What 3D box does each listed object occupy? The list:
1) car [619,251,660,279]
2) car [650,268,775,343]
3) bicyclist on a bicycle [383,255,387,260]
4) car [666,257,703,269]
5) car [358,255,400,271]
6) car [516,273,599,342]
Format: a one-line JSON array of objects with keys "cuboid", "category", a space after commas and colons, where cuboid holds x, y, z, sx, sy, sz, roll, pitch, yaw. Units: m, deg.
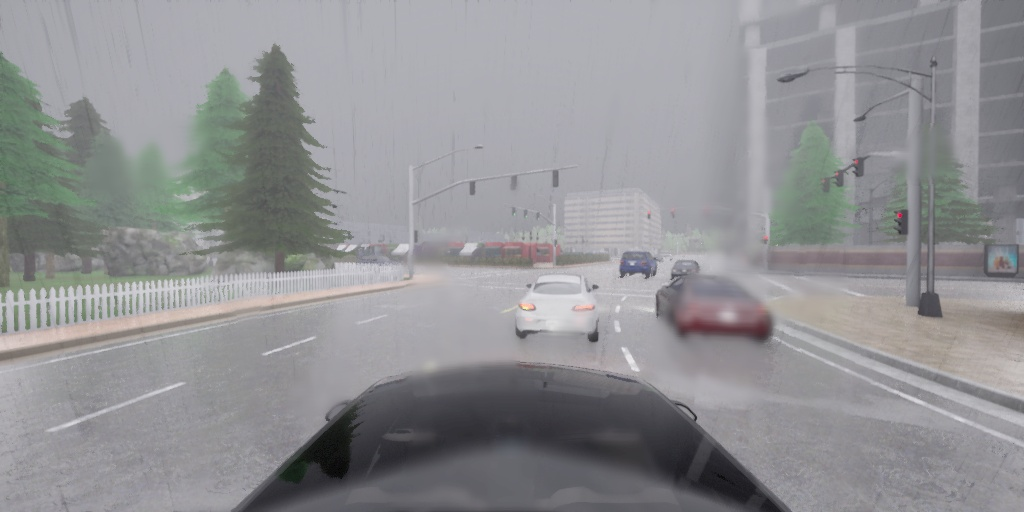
[{"cuboid": [10.146, 0.659, 28.659, 2.150, 2.045, 5.566, 0, 1, 29], "category": "car"}, {"cuboid": [5.067, 1.211, 9.522, 1.994, 1.385, 4.181, 0, 1, 14], "category": "car"}, {"cuboid": [-15.686, 0.688, 44.304, 0.582, 1.620, 1.656, 0, 1, -22], "category": "bicyclist on a bicycle"}, {"cuboid": [12.638, 1.012, 25.946, 2.033, 1.411, 5.357, 0, 1, 29], "category": "car"}, {"cuboid": [-12.997, 0.709, 35.211, 4.553, 1.767, 2.097, 0, 1, 30], "category": "car"}, {"cuboid": [1.285, 1.173, 9.427, 1.812, 1.442, 4.674, 0, 1, 11], "category": "car"}]
